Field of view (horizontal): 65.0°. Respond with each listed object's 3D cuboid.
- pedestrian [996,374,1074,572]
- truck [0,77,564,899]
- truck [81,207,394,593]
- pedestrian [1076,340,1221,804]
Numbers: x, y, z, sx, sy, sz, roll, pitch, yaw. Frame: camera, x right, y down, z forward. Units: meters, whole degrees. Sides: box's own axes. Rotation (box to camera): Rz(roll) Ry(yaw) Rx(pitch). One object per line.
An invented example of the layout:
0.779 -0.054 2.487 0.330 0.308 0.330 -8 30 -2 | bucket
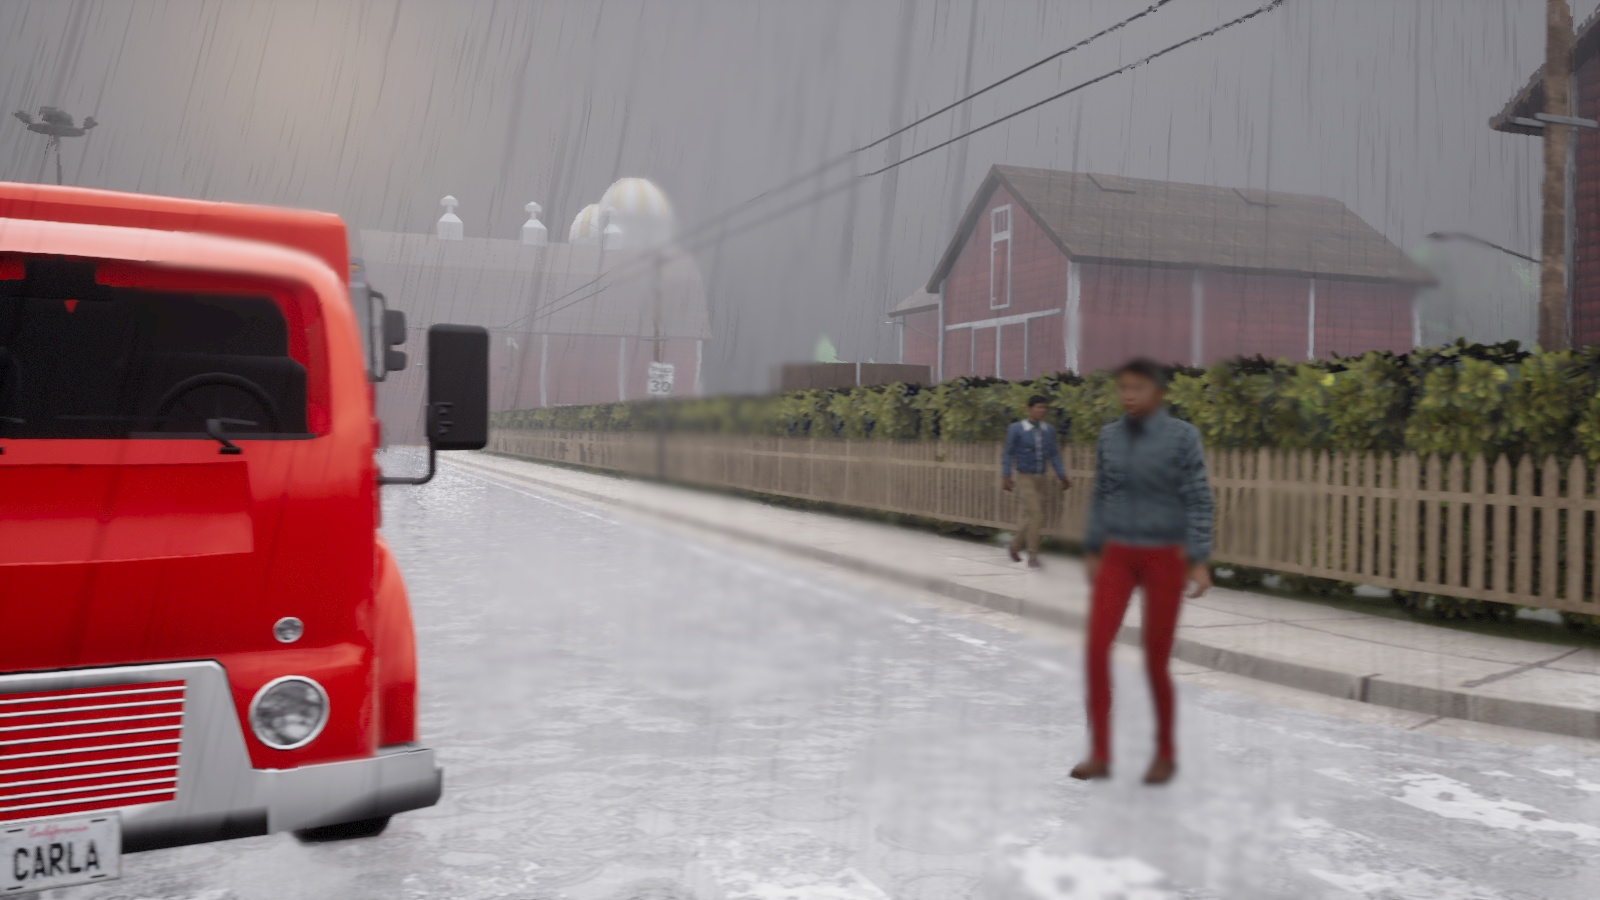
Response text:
2.395 0.220 12.845 0.423 1.949 0.788 -1 1 -21 | pedestrian
-3.168 0.255 5.569 2.627 2.467 5.204 -1 1 -29 | truck
-7.267 -0.564 16.924 2.891 3.827 8.468 -1 1 -21 | truck
1.491 0.481 5.339 0.353 1.847 0.614 0 1 41 | pedestrian
